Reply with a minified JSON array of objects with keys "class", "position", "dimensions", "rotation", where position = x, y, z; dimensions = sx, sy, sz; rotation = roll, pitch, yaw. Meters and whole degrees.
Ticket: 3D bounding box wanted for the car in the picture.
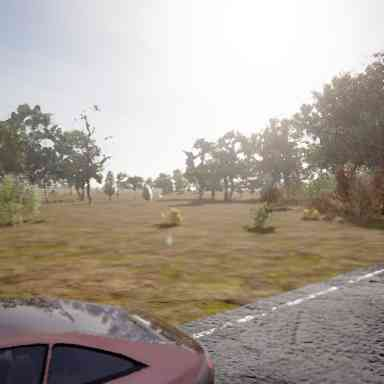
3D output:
[{"class":"car","position":[-1.788,1.574,2.225],"dimensions":[4.181,1.385,1.994],"rotation":[0,0,-36]}]
